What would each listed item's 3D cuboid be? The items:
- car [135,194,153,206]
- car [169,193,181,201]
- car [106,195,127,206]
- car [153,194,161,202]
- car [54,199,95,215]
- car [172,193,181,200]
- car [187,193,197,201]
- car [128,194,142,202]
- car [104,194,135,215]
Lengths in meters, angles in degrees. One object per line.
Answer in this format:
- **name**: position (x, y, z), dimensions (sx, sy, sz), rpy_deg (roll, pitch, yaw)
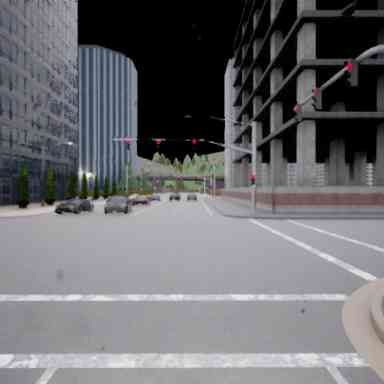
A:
- **car**: position (-7.067, 1.141, 47.083), dimensions (1.882, 1.535, 5.008), rpy_deg (0, 1, 0)
- **car**: position (-3.476, 1.039, 65.175), dimensions (1.837, 1.490, 4.892), rpy_deg (0, 0, 0)
- **car**: position (-10.566, 1.167, 47.137), dimensions (1.837, 1.490, 4.892), rpy_deg (0, 1, 0)
- **car**: position (-7.014, 1.113, 63.052), dimensions (1.994, 1.385, 4.181), rpy_deg (0, 0, 1)
- **car**: position (-10.781, 1.325, 31.027), dimensions (2.033, 1.411, 5.357), rpy_deg (0, 0, 5)
- **car**: position (-3.472, 0.977, 74.248), dimensions (1.812, 1.442, 4.674), rpy_deg (0, 0, 0)
- **car**: position (0.024, 1.025, 65.172), dimensions (2.128, 1.511, 4.902), rpy_deg (0, 0, 0)
- **car**: position (-10.517, 1.084, 61.915), dimensions (1.812, 1.442, 4.674), rpy_deg (0, 1, 1)
- **car**: position (-6.883, 1.128, 31.213), dimensions (2.097, 1.767, 4.553), rpy_deg (0, 0, -4)
